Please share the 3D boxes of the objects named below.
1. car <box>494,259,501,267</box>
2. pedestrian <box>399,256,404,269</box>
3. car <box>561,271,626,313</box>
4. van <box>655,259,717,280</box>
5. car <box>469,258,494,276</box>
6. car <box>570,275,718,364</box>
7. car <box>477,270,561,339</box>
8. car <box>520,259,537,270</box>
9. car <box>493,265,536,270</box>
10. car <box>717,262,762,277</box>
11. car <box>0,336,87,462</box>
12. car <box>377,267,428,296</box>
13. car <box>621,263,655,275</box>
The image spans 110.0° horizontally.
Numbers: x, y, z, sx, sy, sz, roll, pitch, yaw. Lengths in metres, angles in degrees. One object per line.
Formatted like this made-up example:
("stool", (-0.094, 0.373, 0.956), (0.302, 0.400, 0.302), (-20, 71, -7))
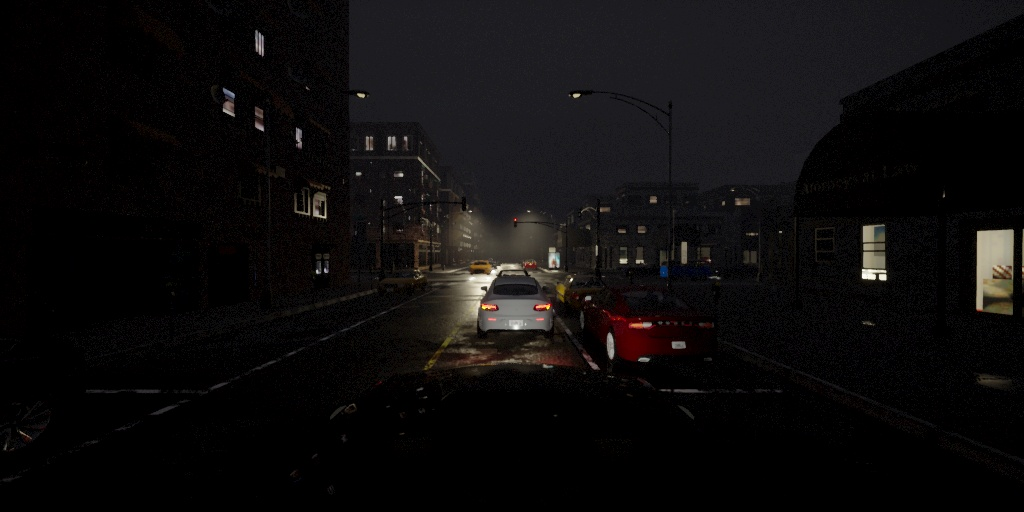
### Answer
("car", (-3.195, 1.266, 53.439), (2.128, 1.511, 4.902), (0, 0, 0))
("pedestrian", (-12.707, 0.831, 41.234), (0.375, 1.860, 0.375), (0, 0, -1))
("car", (2.667, 1.276, 13.852), (1.751, 1.417, 4.829), (0, 0, 0))
("van", (14.600, 1.164, 30.172), (3.998, 1.789, 1.690), (0, 0, -1))
("car", (-3.166, 1.212, 36.903), (1.882, 1.535, 5.008), (0, 0, 0))
("car", (2.678, 1.295, 7.985), (1.888, 1.381, 4.507), (0, 0, 0))
("car", (0.084, 1.276, 9.999), (1.812, 1.442, 4.674), (0, 0, 0))
("car", (2.593, 1.213, 51.850), (1.967, 1.591, 4.097), (0, 0, 0))
("car", (0.076, 1.353, 19.110), (1.895, 1.301, 4.718), (0, 0, 0))
("car", (22.578, 1.368, 36.031), (4.181, 1.385, 1.994), (0, 0, 0))
("car", (-5.692, 1.316, 2.277), (1.948, 1.339, 4.313), (0, 0, 0))
("car", (-5.725, 1.278, 19.197), (1.751, 1.417, 4.829), (0, 0, 0))
("car", (13.423, 1.382, 35.949), (4.718, 1.301, 1.895), (0, 0, -1))
